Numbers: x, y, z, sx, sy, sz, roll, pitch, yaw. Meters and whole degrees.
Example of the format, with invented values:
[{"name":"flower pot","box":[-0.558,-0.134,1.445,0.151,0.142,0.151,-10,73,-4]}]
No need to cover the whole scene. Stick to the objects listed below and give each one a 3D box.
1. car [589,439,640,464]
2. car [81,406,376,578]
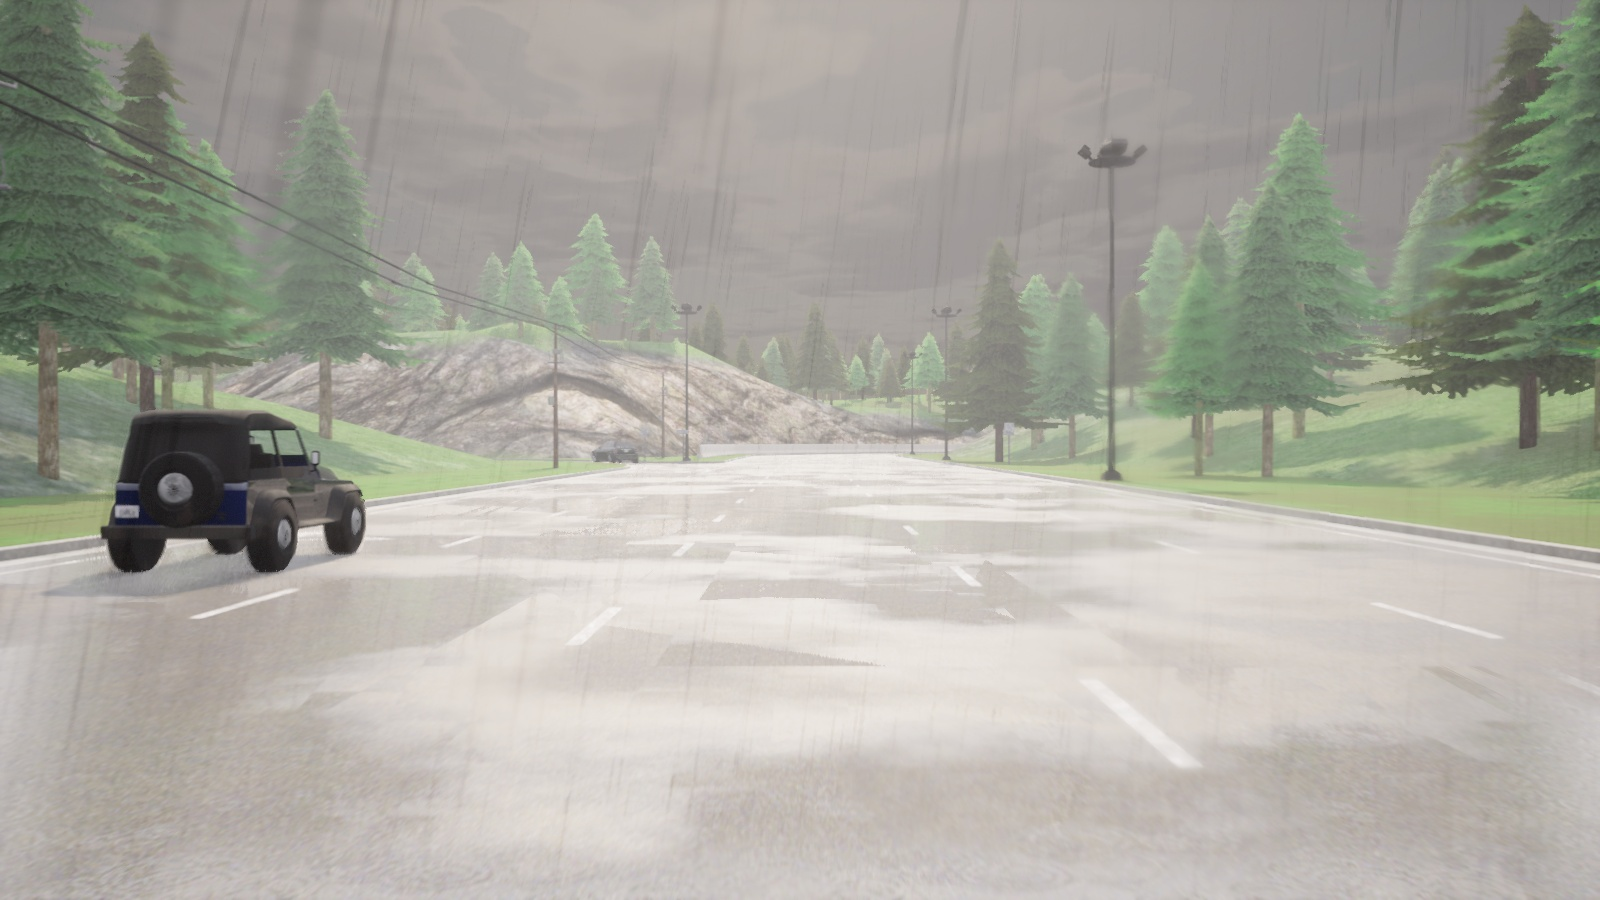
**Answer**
[{"name":"car","box":[-13.521,0.081,91.176,2.097,1.767,4.553,0,0,-31]},{"name":"car","box":[-6.896,0.449,15.649,1.905,1.878,3.866,0,0,0]}]
